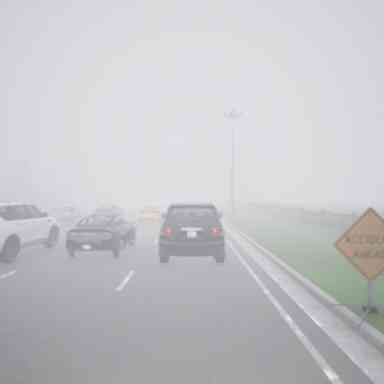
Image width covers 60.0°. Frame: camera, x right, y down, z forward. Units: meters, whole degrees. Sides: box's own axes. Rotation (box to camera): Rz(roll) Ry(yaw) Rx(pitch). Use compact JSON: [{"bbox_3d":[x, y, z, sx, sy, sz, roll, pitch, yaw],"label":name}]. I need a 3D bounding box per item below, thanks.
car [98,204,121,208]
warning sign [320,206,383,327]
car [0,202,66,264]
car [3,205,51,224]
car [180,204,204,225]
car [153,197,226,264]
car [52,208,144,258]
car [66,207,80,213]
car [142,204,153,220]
[{"bbox_3d":[-6.986,1.804,28.484,2.128,1.511,4.902,0,0,0],"label":"car"},{"bbox_3d":[3.049,1.179,5.702,1.300,1.860,1.060,0,-1,0],"label":"warning sign"},{"bbox_3d":[-6.994,1.363,12.549,2.150,2.045,5.566,0,0,0],"label":"car"},{"bbox_3d":[-13.982,1.876,28.462,1.994,1.385,4.181,0,-1,0],"label":"car"},{"bbox_3d":[0.014,1.819,28.490,1.837,1.490,4.892,0,0,0],"label":"car"},{"bbox_3d":[0.007,1.363,12.559,2.150,2.045,5.566,0,0,0],"label":"car"},{"bbox_3d":[-3.484,1.641,13.486,2.128,1.511,4.902,0,0,0],"label":"car"},{"bbox_3d":[-10.489,1.910,28.234,1.895,1.301,4.718,0,-1,0],"label":"car"},{"bbox_3d":[-3.479,1.797,29.236,1.882,1.535,5.008,0,0,0],"label":"car"}]
